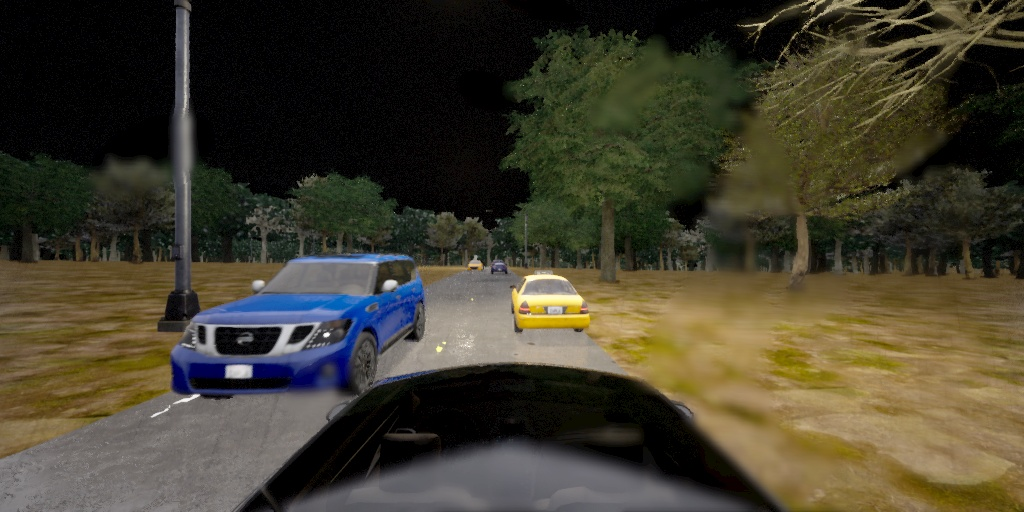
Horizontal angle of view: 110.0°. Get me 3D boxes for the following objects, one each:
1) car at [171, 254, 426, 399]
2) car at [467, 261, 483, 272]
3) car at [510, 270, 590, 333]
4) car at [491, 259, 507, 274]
[{"bbox_3d":[-3.181,0.972,6.871,2.150,2.045,5.566,0,0,-1],"label":"car"},{"bbox_3d":[-5.019,1.362,49.094,1.882,1.535,5.008,0,0,-3],"label":"car"},{"bbox_3d":[0.912,1.205,10.710,1.801,1.575,5.366,0,0,-2],"label":"car"},{"bbox_3d":[-1.553,1.376,43.383,1.812,1.442,4.674,0,0,-3],"label":"car"}]
